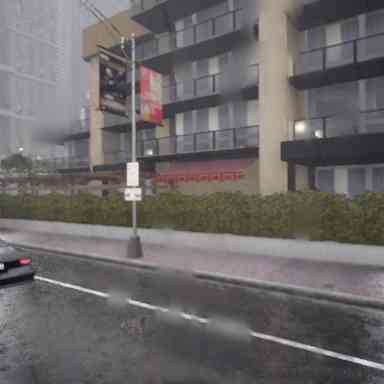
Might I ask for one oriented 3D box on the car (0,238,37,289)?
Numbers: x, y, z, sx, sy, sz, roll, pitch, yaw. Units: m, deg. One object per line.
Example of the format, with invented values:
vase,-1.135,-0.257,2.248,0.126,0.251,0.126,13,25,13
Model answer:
car,-6.078,1.630,8.354,5.357,1.411,2.033,-1,0,35
